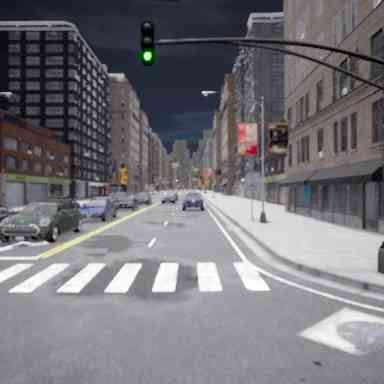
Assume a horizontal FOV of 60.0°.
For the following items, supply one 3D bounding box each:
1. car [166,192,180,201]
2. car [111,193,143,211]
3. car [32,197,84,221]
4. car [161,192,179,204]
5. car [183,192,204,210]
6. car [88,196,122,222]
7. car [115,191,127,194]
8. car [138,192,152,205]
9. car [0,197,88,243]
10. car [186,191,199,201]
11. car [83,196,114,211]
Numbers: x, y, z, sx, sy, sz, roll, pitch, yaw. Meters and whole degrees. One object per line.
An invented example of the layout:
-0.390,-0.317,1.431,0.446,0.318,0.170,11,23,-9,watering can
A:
-3.244,0.750,56.595,2.128,1.511,4.902,0,1,0,car
-6.497,1.136,33.566,1.994,1.385,4.181,0,1,0,car
-9.818,1.198,24.852,1.837,1.490,4.892,0,1,0,car
-3.245,0.994,46.626,1.895,1.301,4.718,0,1,0,car
0.102,0.890,34.552,2.097,1.767,4.553,0,1,0,car
-6.583,1.225,23.559,1.812,1.442,4.674,0,1,0,car
-9.746,0.785,45.210,2.097,1.767,4.553,0,1,0,car
-6.496,0.795,43.680,2.097,1.767,4.553,0,1,0,car
-6.595,1.159,14.981,2.097,1.767,4.553,0,1,0,car
0.094,0.693,59.861,2.128,1.511,4.902,0,1,0,car
-9.747,1.167,34.900,1.895,1.301,4.718,0,1,0,car
